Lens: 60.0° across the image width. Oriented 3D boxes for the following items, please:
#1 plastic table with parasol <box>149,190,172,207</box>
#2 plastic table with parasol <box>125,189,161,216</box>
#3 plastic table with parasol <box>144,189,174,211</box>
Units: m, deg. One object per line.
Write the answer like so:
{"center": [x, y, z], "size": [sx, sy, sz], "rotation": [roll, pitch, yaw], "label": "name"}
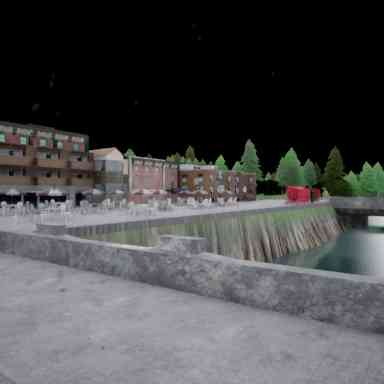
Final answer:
{"center": [-4.618, 0.925, 48.837], "size": [2.482, 2.480, 2.482], "rotation": [0, 0, 36], "label": "plastic table with parasol"}
{"center": [-4.710, 0.925, 32.160], "size": [2.482, 2.480, 2.482], "rotation": [0, 0, 36], "label": "plastic table with parasol"}
{"center": [-3.931, 0.925, 39.847], "size": [2.482, 2.480, 2.482], "rotation": [0, 0, 36], "label": "plastic table with parasol"}
